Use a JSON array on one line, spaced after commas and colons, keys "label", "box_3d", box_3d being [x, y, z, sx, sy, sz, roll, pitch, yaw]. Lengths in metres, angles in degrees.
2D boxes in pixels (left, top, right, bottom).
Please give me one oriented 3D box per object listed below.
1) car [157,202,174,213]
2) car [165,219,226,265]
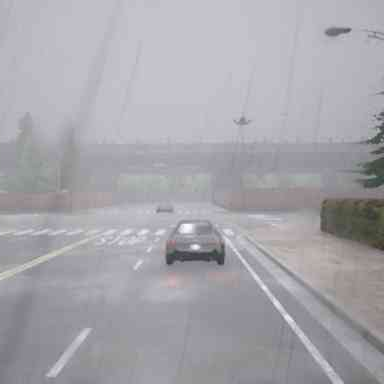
[{"label": "car", "box_3d": [-3.378, 1.932, 42.272, 1.994, 1.385, 4.181, 0, -1, 0]}, {"label": "car", "box_3d": [0.104, 1.673, 12.188, 1.994, 1.385, 4.181, 0, -1, 0]}]
